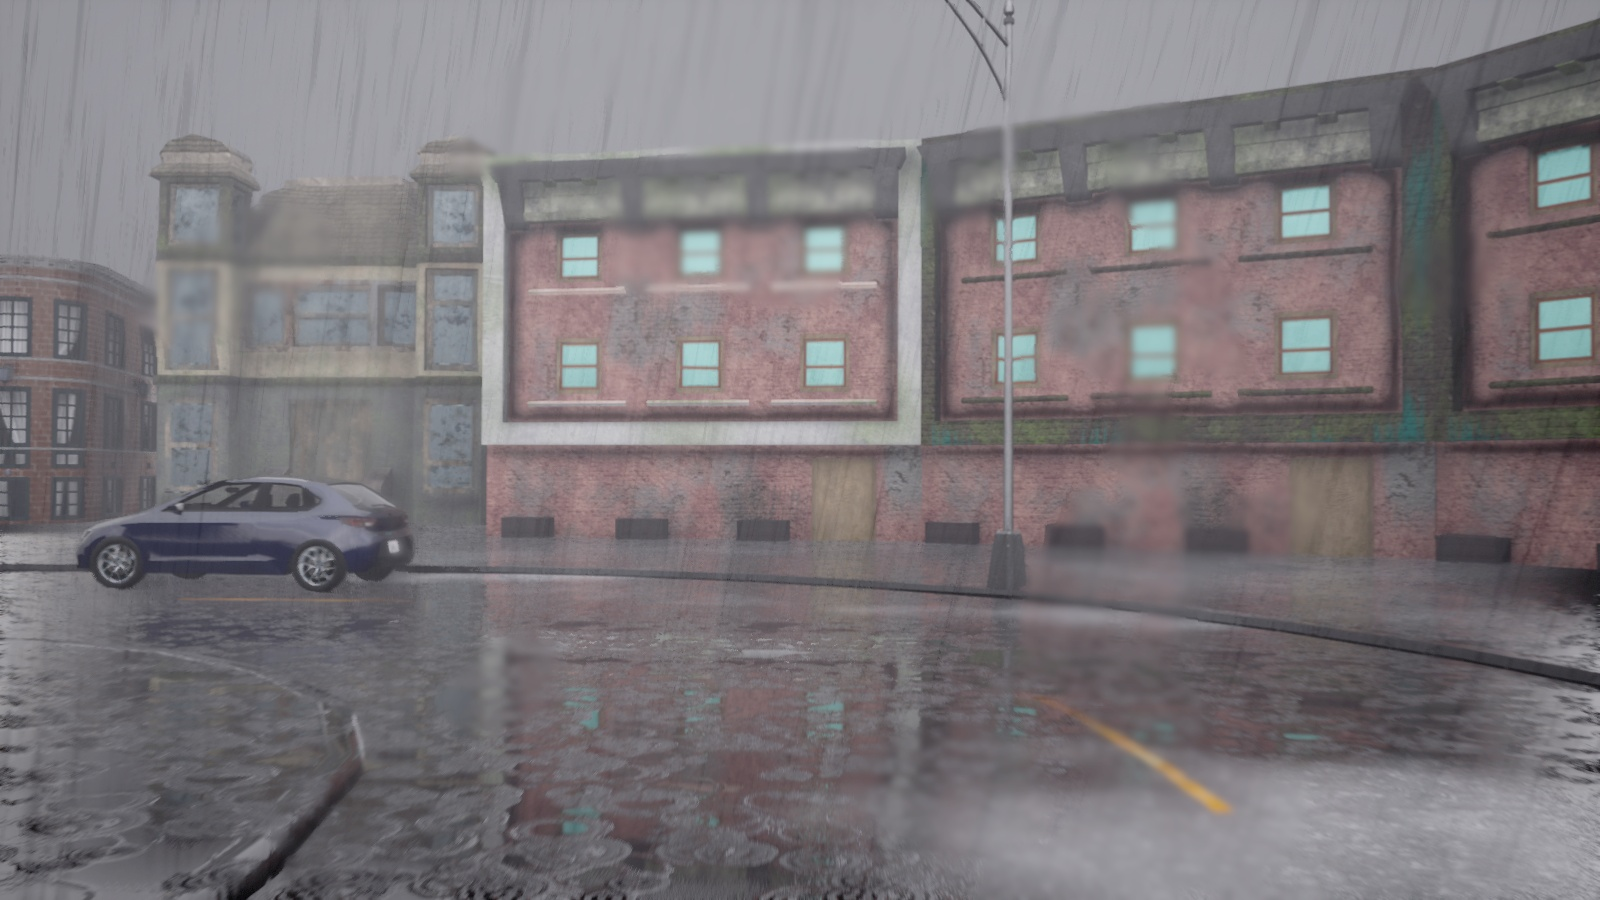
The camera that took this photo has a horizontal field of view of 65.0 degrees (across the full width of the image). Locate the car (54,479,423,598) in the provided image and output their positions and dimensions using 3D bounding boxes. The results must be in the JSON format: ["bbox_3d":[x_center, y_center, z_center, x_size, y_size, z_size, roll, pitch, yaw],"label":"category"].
[{"bbox_3d":[-7.454,1.142,16.889,4.193,1.474,1.816,0,-1,7],"label":"car"}]
